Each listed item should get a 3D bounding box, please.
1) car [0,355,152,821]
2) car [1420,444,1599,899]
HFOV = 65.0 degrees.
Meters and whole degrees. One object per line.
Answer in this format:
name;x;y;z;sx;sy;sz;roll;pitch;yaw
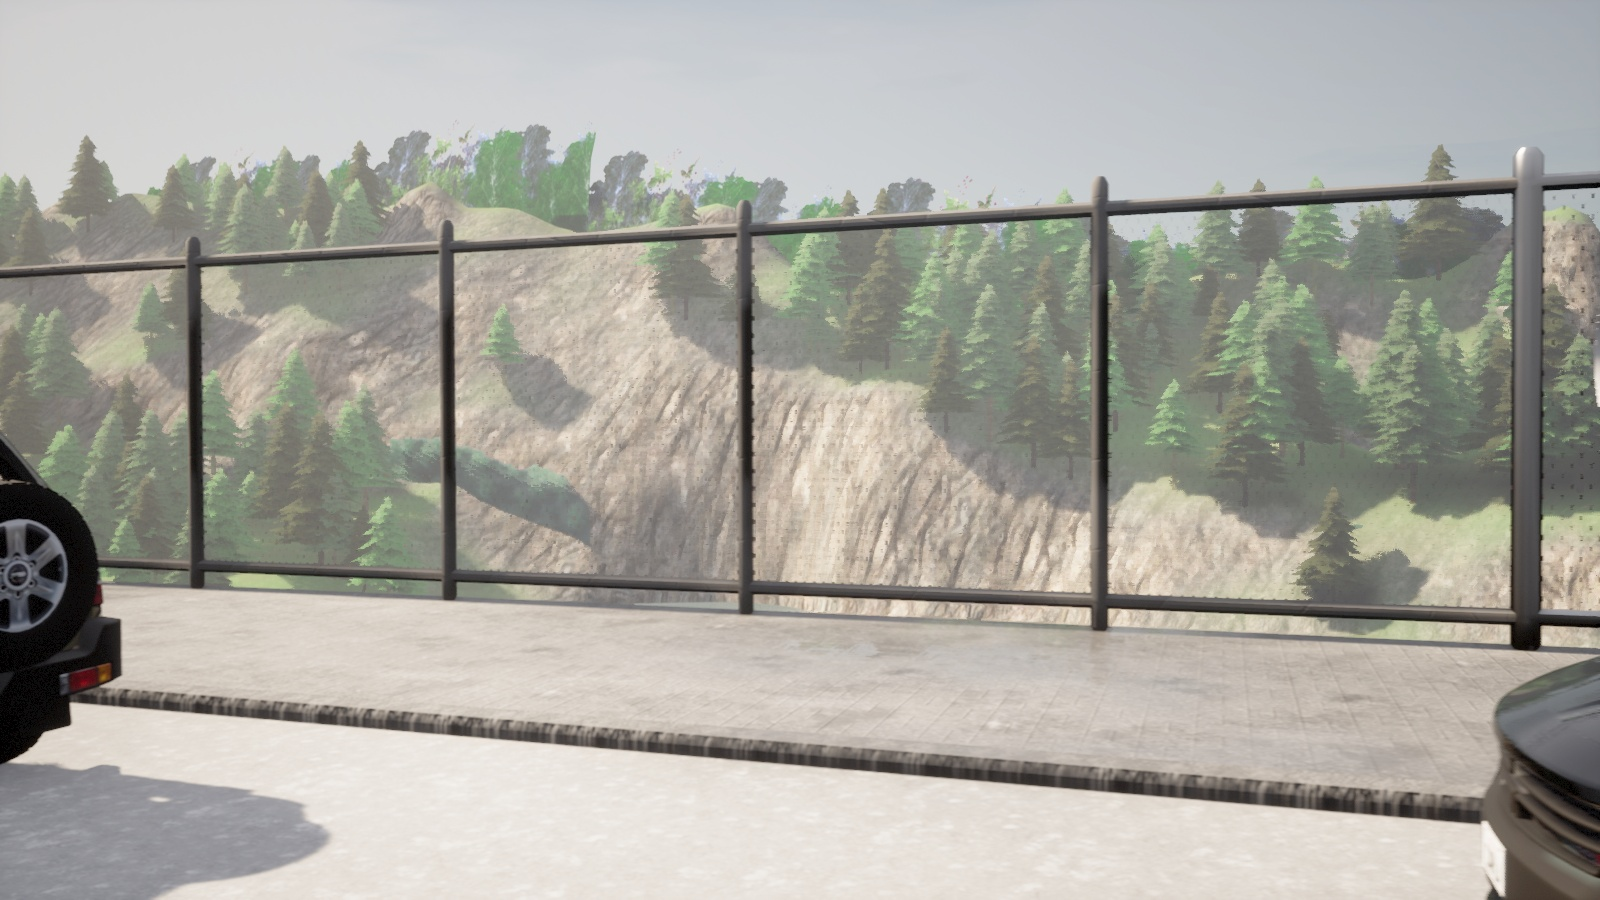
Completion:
car;-5.432;0.532;5.516;4.605;1.855;1.932;1;1;19
car;4.074;0.783;2.347;5.008;1.535;1.882;1;1;19
